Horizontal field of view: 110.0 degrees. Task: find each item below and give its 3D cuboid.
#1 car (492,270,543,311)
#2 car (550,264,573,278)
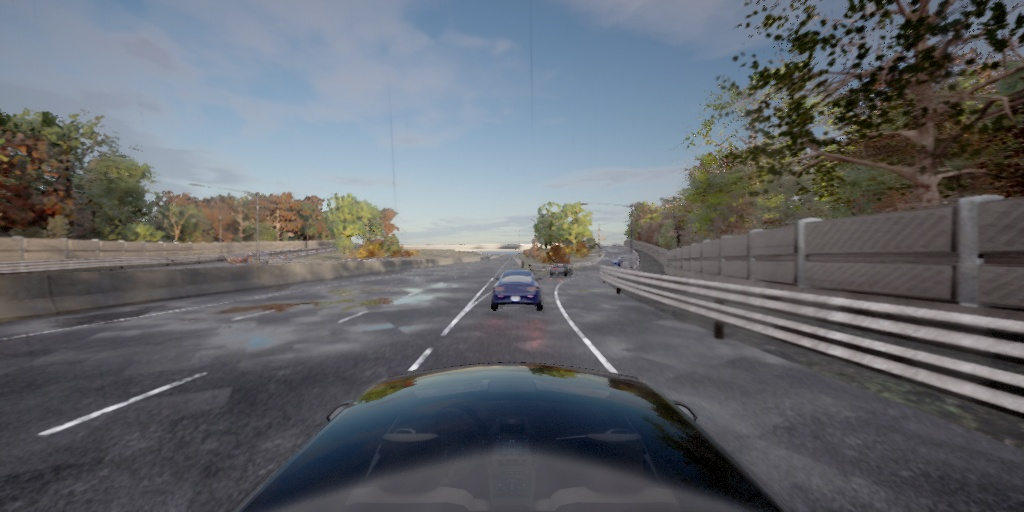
[{"bbox_3d":[0.272,1.279,14.516,1.812,1.442,4.674,0,0,4],"label":"car"},{"bbox_3d":[5.550,1.595,39.833,2.128,1.511,4.902,0,-1,20],"label":"car"}]
